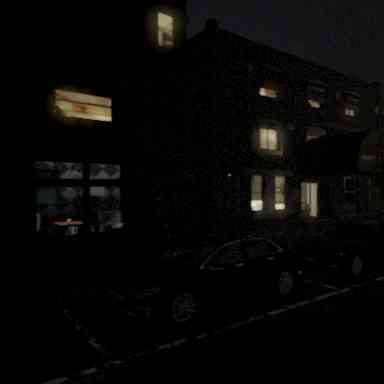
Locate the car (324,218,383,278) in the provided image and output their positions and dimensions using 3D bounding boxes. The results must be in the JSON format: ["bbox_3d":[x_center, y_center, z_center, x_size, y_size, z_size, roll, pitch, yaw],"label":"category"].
[{"bbox_3d":[4.978,1.528,10.121,4.507,1.381,1.887,0,0,-36],"label":"car"}]

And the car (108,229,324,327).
[{"bbox_3d":[0.482,1.549,6.910,4.403,1.369,2.008,0,0,-36],"label":"car"}]
